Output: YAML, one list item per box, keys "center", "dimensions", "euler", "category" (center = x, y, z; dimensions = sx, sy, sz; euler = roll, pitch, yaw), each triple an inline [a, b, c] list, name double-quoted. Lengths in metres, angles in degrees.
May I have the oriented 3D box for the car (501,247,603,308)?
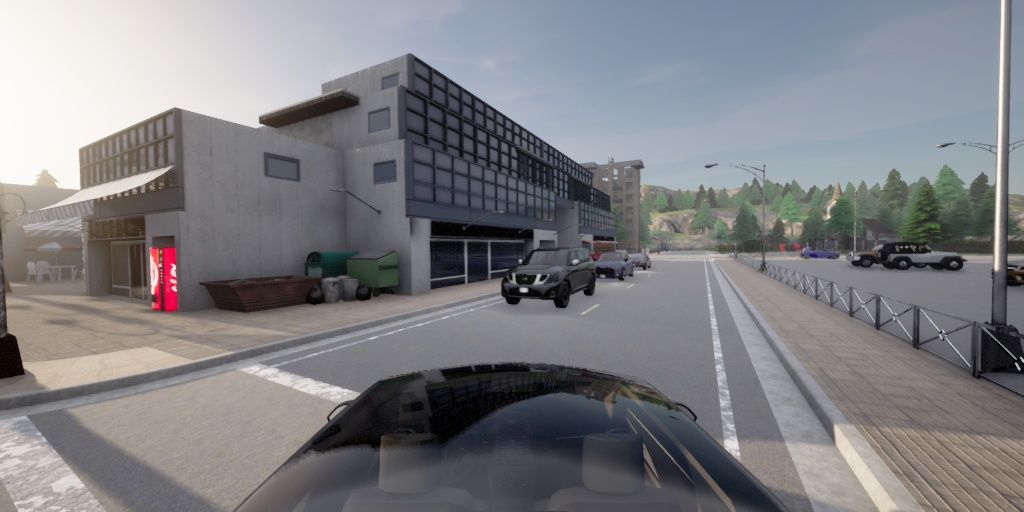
- center: [1.675, 0.673, 13.996]
  dimensions: [2.150, 2.045, 5.566]
  euler: [0, 2, 28]
  category: "car"

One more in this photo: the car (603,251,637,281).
- center: [6.298, 0.528, 22.678]
  dimensions: [2.097, 1.767, 4.553]
  euler: [0, 2, 28]
  category: "car"

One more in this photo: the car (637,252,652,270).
- center: [11.111, 0.416, 31.707]
  dimensions: [1.812, 1.442, 4.674]
  euler: [0, 2, 28]
  category: "car"
